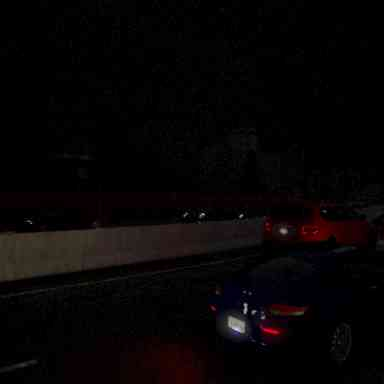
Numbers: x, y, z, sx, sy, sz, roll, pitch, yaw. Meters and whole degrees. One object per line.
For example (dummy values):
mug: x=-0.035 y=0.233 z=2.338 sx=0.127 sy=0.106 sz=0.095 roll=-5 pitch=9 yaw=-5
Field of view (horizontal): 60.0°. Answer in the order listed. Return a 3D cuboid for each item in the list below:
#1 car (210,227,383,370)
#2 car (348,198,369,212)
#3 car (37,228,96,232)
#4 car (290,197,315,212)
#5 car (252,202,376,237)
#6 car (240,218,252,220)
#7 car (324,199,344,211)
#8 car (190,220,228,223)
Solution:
car: x=2.389 y=1.601 z=5.804 sx=4.674 sy=1.442 sz=1.812 roll=1 pitch=-1 yaw=-38
car: x=25.145 y=1.888 z=50.090 sx=2.150 sy=2.045 sz=5.566 roll=0 pitch=-1 yaw=34
car: x=-7.741 y=1.650 z=20.342 sx=5.008 sy=1.535 sz=1.882 roll=1 pitch=0 yaw=-38
car: x=16.586 y=1.833 z=49.820 sx=2.150 sy=2.045 sz=5.566 roll=0 pitch=0 yaw=33
car: x=4.954 y=1.381 z=12.523 sx=5.566 sy=2.045 sz=2.150 roll=1 pitch=-1 yaw=-42
car: x=5.116 y=1.620 z=22.725 sx=2.097 sy=1.767 sz=4.553 roll=0 pitch=-1 yaw=43
car: x=22.390 y=2.026 z=52.274 sx=2.097 sy=1.767 sz=4.553 roll=0 pitch=-1 yaw=34
car: x=1.411 y=1.613 z=23.933 sx=2.097 sy=1.767 sz=4.553 roll=0 pitch=-1 yaw=44
